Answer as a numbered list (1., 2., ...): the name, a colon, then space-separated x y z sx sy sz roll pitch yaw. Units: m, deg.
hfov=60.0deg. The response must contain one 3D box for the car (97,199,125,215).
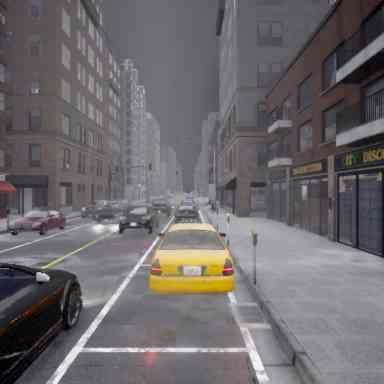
1. car: -8.408 1.525 34.923 1.752 1.417 4.829 0 0 0

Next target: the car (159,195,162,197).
1. car: -8.408 1.542 73.374 1.887 1.381 4.507 0 0 0

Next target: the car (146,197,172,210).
1. car: -2.926 1.504 31.885 1.837 1.490 4.892 0 0 0

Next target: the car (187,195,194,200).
1. car: -0.383 1.575 90.427 1.802 1.307 4.206 0 0 0

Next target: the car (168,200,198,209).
1. car: -0.383 1.551 24.063 2.008 1.369 4.403 0 0 0

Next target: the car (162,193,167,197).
1. car: -8.408 1.518 90.251 1.752 1.417 4.829 0 0 0

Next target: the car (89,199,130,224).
1. car: -5.868 1.547 25.401 2.033 1.411 5.357 0 0 0

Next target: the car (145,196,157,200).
1. car: -8.408 1.549 67.693 2.008 1.369 4.403 0 0 0

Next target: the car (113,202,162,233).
1. car: -3.022 1.526 19.519 1.812 1.442 4.674 0 0 0

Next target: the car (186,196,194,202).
1. car: -0.383 1.579 79.064 1.802 1.307 4.206 0 0 0

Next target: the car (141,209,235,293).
1. car: 0.005 1.457 8.840 1.801 1.575 5.366 0 0 0

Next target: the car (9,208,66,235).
1. car: -8.408 1.582 18.538 1.802 1.307 4.206 0 0 0

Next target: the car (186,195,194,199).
1. car: -0.383 1.440 35.101 1.967 1.590 4.097 0 0 0

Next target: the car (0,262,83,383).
1. car: -2.924 1.565 4.224 1.994 1.385 4.181 0 0 0

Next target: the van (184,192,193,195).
1. van: -0.383 1.339 67.702 1.690 1.788 3.998 0 0 0

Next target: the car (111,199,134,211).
1. car: -8.408 1.551 40.611 2.008 1.369 4.403 0 0 0

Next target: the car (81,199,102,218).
1. car: -8.408 1.440 29.575 1.967 1.590 4.097 0 0 0
